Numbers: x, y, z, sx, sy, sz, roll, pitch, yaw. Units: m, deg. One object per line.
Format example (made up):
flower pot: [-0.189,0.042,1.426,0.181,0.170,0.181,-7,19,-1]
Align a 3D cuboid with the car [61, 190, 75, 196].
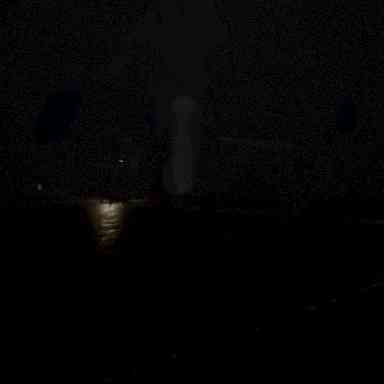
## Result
car: [-32.762,0.201,88.936,1.882,1.535,5.008,1,1,-36]

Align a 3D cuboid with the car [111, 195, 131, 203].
car: [-11.782,1.076,54.783,1.895,1.301,4.718,1,0,-36]
